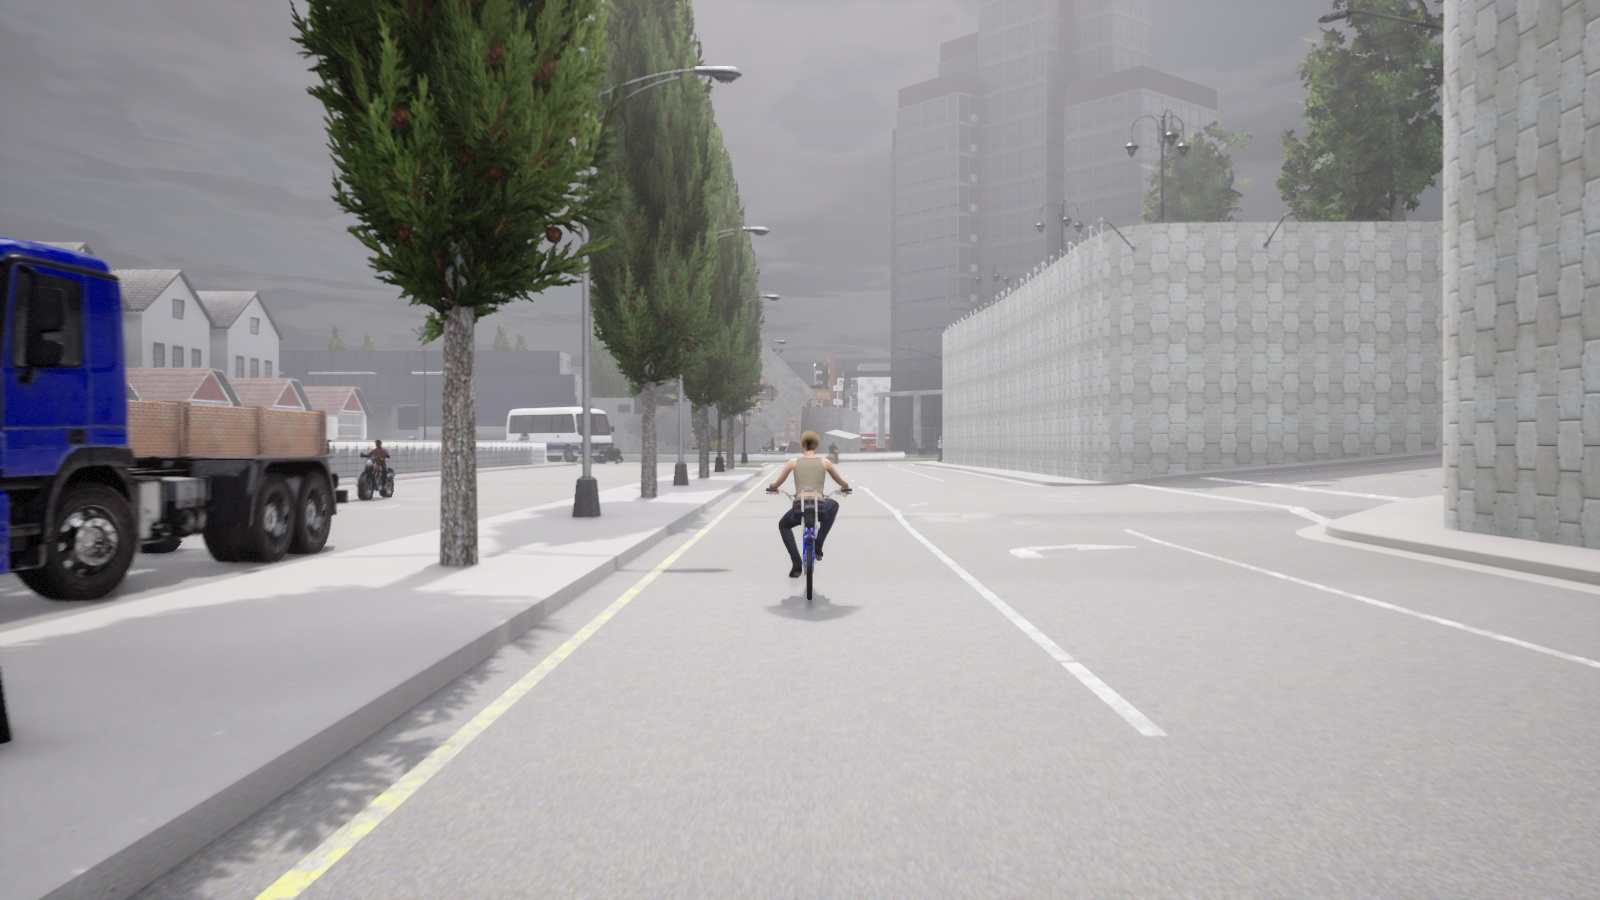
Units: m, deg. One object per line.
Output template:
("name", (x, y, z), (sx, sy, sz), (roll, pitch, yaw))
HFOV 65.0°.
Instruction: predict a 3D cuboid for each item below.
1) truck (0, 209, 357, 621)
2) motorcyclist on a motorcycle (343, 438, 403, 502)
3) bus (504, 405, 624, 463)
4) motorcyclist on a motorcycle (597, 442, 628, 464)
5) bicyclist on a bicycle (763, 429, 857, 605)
("truck", (-8.005, -0.322, 14.154), (2.891, 3.462, 7.936), (0, 0, 3))
("motorcyclist on a motorcycle", (-11.295, 0.500, 33.290), (0.766, 1.649, 2.350), (0, 0, 0))
("bus", (-18.313, -1.191, 97.022), (10.273, 4.253, 3.944), (0, 1, 44))
("motorcyclist on a motorcycle", (-13.379, 0.214, 89.469), (2.044, 1.523, 0.797), (0, 0, 24))
("bicyclist on a bicycle", (0.090, 0.614, 12.277), (0.866, 1.612, 1.509), (0, 0, 0))
